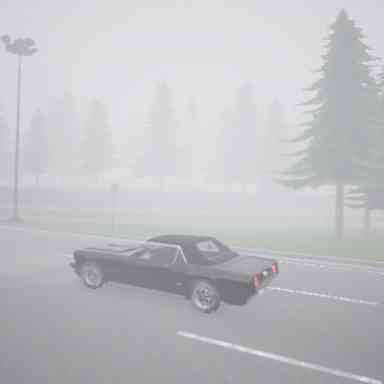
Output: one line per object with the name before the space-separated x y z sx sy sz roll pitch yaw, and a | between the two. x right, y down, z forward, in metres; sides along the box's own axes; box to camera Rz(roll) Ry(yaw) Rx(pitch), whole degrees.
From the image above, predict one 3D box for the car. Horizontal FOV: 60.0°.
car | -0.548 1.654 7.726 4.718 1.301 1.895 1 0 28
